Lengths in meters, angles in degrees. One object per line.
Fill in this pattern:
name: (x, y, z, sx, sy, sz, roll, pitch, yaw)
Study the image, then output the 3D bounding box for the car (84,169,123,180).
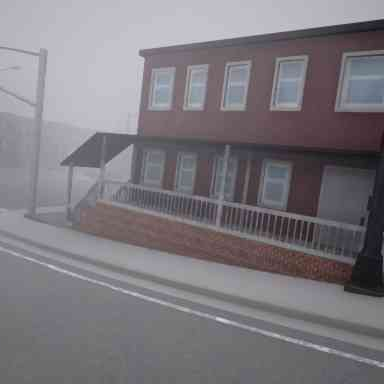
car: (-11.825, -2.464, 45.016, 2.033, 1.411, 5.357, 10, 6, 36)
